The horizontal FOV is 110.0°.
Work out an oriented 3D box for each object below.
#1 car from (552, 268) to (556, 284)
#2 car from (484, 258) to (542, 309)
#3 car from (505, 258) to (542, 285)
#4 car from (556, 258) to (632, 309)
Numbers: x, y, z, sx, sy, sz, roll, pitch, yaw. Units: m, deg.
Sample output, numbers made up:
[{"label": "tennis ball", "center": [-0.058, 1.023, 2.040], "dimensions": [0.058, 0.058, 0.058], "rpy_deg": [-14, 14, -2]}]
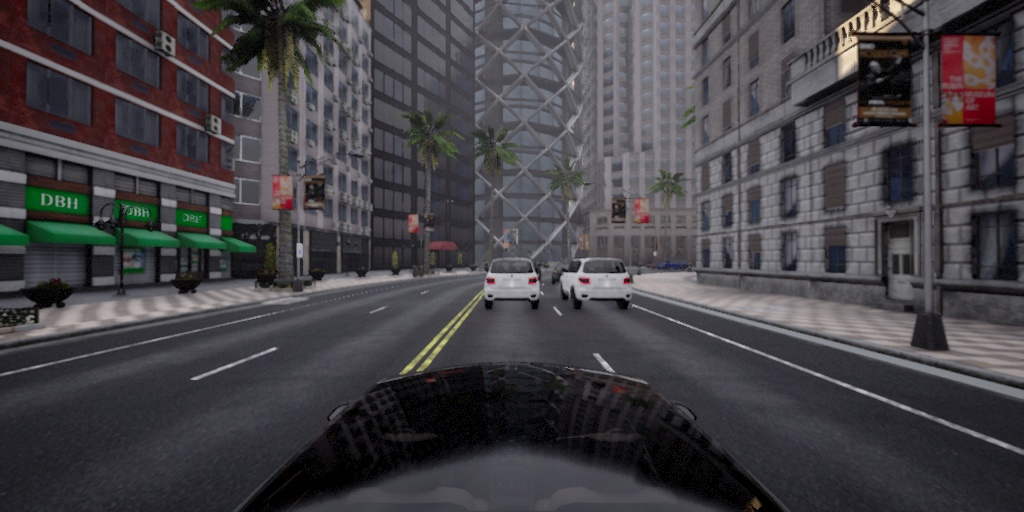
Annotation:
[{"label": "car", "center": [4.553, 1.361, 29.659], "dimensions": [2.097, 1.767, 4.553], "rpy_deg": [0, -1, 13]}, {"label": "car", "center": [-0.004, 1.098, 15.851], "dimensions": [2.150, 2.045, 5.566], "rpy_deg": [0, 0, 0]}, {"label": "car", "center": [1.118, 1.234, 30.383], "dimensions": [2.150, 2.045, 5.566], "rpy_deg": [0, 0, 13]}, {"label": "car", "center": [3.496, 1.098, 15.848], "dimensions": [2.150, 2.045, 5.566], "rpy_deg": [0, 0, 0]}]
